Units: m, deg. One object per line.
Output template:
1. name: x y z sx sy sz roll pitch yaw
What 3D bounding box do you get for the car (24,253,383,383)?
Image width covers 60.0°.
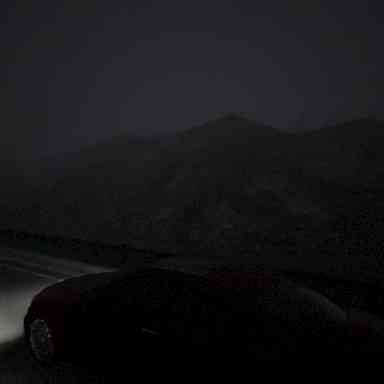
1. car: -0.130 1.510 4.055 4.674 1.442 1.812 0 0 35
